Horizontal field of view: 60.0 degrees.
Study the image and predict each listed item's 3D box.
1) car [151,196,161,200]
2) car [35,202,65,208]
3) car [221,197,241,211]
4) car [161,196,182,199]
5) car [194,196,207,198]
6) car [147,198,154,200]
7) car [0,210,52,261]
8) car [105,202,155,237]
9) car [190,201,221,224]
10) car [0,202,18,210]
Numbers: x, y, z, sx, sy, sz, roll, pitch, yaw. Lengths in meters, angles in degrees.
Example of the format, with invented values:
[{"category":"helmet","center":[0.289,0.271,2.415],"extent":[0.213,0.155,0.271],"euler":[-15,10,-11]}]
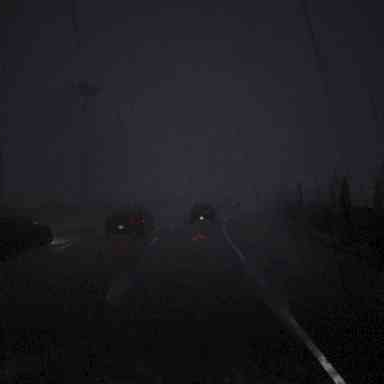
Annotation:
[{"category":"car","center":[-7.273,1.537,66.788],"extent":[2.128,1.511,4.902],"euler":[0,0,28]},{"category":"car","center":[-12.677,1.580,29.918],"extent":[1.994,1.385,4.181],"euler":[0,0,9]},{"category":"car","center":[4.801,1.375,41.883],"extent":[2.097,1.767,4.553],"euler":[0,0,18]},{"category":"car","center":[-3.481,1.529,66.374],"extent":[1.837,1.490,4.892],"euler":[0,0,29]},{"category":"car","center":[1.502,1.508,67.889],"extent":[1.882,1.535,5.008],"euler":[0,0,31]},{"category":"car","center":[-5.453,1.564,30.123],"extent":[2.033,1.411,5.357],"euler":[0,0,10]},{"category":"car","center":[-6.878,1.571,12.355],"extent":[1.994,1.385,4.181],"euler":[0,0,1]},{"category":"car","center":[-3.220,1.488,18.007],"extent":[1.882,1.535,5.008],"euler":[0,0,2]},{"category":"car","center":[0.958,1.520,25.265],"extent":[1.837,1.490,4.892],"euler":[0,0,7]},{"category":"car","center":[-16.534,1.541,27.841],"extent":[1.812,1.442,4.674],"euler":[0,0,8]}]
